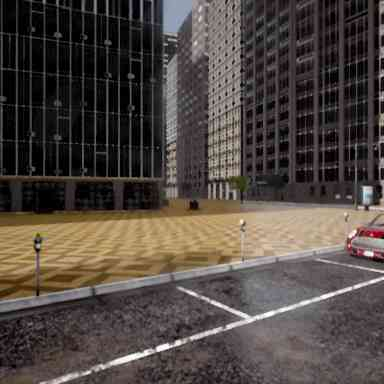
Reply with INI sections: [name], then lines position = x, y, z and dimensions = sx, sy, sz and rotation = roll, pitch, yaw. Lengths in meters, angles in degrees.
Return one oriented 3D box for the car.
[car]
position = 7.237, 1.431, 11.716
dimensions = 4.097, 1.590, 1.967
rotation = 0, 0, -35
